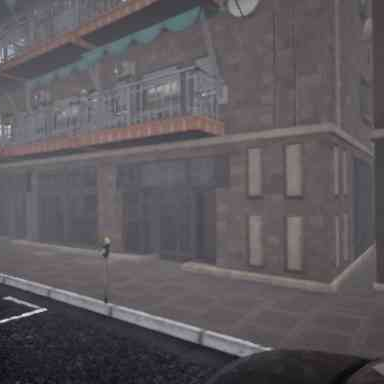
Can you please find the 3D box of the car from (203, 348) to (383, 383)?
[{"bbox_3d":[1.874,1.544,1.541,4.403,1.369,2.008,-1,-1,36],"label":"car"}]
